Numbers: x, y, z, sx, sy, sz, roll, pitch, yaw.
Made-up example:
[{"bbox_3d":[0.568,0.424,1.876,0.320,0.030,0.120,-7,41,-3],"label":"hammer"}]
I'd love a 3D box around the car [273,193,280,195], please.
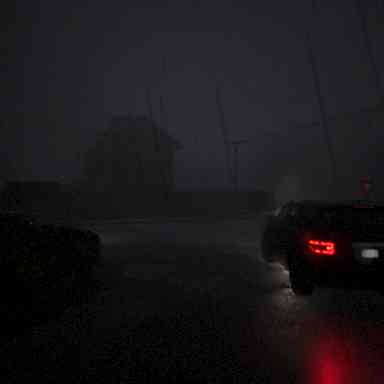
[{"bbox_3d":[10.650,1.170,48.141,2.150,2.045,5.566,0,0,-26],"label":"car"}]

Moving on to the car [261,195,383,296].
[{"bbox_3d":[3.348,1.211,8.735,2.150,2.045,5.566,0,0,2],"label":"car"}]

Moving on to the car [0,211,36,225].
[{"bbox_3d":[-9.388,1.215,13.607,5.566,2.045,2.150,0,0,-26],"label":"car"}]
